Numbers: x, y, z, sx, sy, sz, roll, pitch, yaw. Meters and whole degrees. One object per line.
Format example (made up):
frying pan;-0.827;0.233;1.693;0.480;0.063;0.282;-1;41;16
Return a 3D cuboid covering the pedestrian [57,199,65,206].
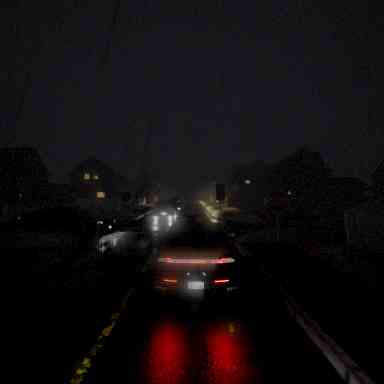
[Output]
pedestrian;-9.846;1.407;24.850;0.375;1.860;0.375;0;-3;-1

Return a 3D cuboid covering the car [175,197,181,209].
car;-2.902;1.734;45.303;1.895;1.301;4.718;0;0;0

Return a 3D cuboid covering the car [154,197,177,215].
car;-2.906;1.616;35.229;1.812;1.442;4.674;0;0;0

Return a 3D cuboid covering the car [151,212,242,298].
car;0.129;1.503;8.523;2.128;1.511;4.902;0;0;1

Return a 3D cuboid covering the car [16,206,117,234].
car;-6.847;1.468;18.143;5.357;1.411;2.033;0;-2;15
